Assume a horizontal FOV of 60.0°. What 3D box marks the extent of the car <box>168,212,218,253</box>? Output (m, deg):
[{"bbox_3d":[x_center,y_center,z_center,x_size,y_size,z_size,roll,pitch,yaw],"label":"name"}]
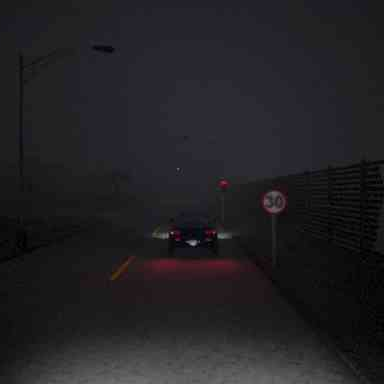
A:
[{"bbox_3d":[0.055,1.522,13.464,1.812,1.442,4.674,0,0,0],"label":"car"}]
